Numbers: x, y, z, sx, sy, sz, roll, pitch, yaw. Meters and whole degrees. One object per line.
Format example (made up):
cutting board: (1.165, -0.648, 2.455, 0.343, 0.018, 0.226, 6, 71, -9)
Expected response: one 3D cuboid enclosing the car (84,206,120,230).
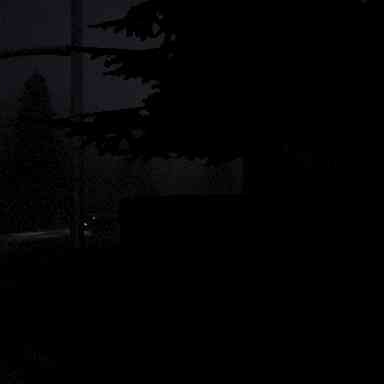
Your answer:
car: (-4.994, 1.585, 21.389, 1.895, 1.301, 4.718, 0, 0, 36)
